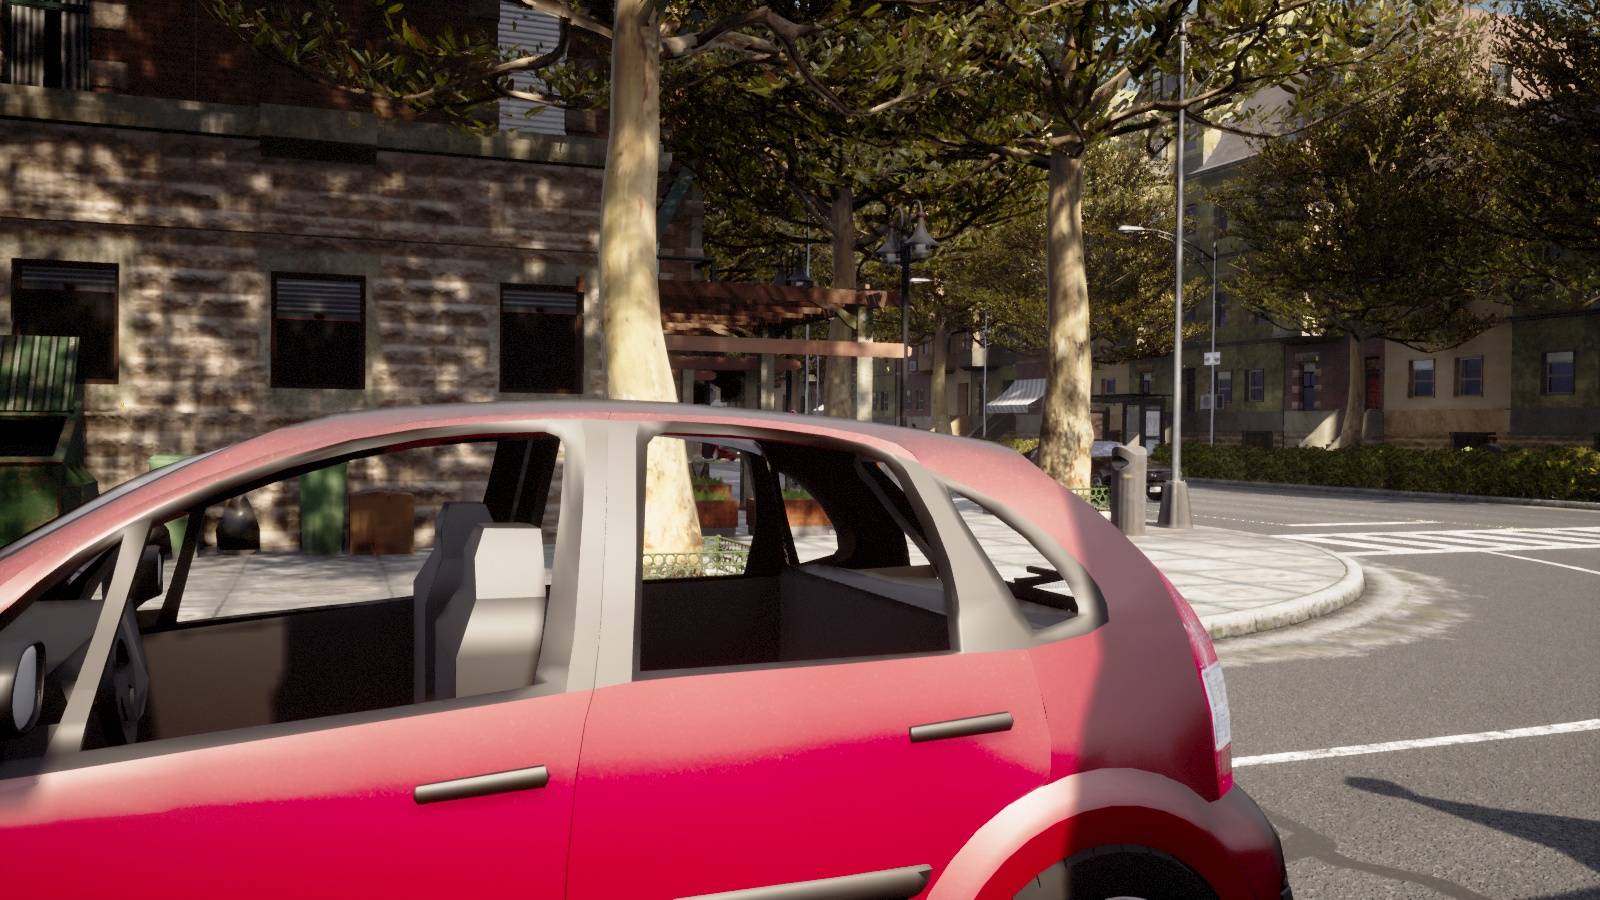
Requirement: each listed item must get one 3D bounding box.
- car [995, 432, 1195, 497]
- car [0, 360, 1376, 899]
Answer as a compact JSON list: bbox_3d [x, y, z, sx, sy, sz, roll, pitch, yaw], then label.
[{"bbox_3d":[6.935,0.279,30.226,2.033,1.411,5.357,-1,1,-21],"label":"car"},{"bbox_3d":[-0.947,0.660,2.878,3.988,1.617,1.851,-1,1,-21],"label":"car"}]
